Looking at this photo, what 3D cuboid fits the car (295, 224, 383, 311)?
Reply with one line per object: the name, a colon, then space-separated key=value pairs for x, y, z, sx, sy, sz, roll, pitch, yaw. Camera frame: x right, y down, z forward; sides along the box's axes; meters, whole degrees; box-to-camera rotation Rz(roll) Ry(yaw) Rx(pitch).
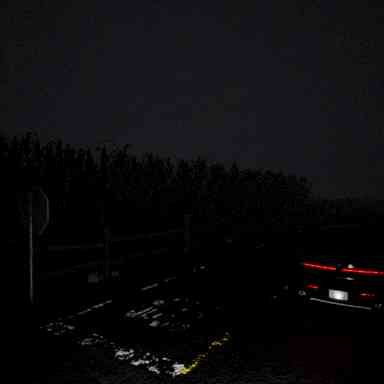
car: x=3.804 y=1.498 z=7.676 sx=1.837 sy=1.490 sz=4.892 roll=0 pitch=0 yaw=33
